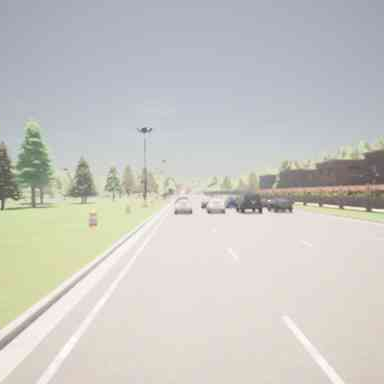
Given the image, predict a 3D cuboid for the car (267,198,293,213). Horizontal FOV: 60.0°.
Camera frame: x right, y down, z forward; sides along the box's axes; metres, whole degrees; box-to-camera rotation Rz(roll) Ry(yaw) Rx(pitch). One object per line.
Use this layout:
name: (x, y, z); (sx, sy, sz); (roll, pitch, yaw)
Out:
car: (9.575, 1.406, 36.466); (2.128, 1.511, 4.902); (-1, 0, -1)

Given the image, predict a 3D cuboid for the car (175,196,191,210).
car: (-1.262, 1.430, 46.361); (2.097, 1.767, 4.553); (-1, 0, -2)

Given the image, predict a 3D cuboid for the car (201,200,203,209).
car: (2.234, 1.632, 46.657); (1.895, 1.301, 4.718); (-1, 0, -2)

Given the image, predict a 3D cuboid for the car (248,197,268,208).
car: (9.231, 1.497, 46.871); (1.994, 1.385, 4.181); (-1, 0, -1)

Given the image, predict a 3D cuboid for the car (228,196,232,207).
car: (5.733, 1.333, 46.587); (2.097, 1.767, 4.553); (-1, 0, -2)

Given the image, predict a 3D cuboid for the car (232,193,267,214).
car: (6.087, 1.184, 35.831); (2.150, 2.045, 5.566); (-1, 0, -1)

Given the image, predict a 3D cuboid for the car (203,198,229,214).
car: (2.579, 1.538, 36.267); (1.812, 1.442, 4.674); (-1, 0, -1)

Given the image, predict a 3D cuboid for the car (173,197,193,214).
car: (-0.918, 1.586, 36.160); (1.812, 1.442, 4.674); (-1, 0, -1)
